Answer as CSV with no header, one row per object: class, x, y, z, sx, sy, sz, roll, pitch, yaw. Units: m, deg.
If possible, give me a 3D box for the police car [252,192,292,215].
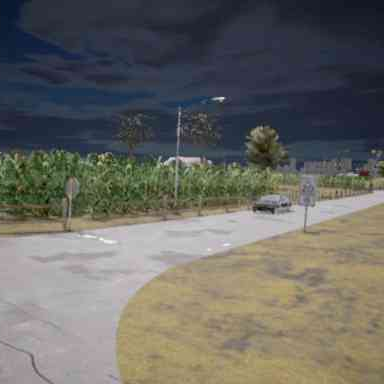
police car,6.663,0.878,27.434,1.930,1.638,5.238,4,3,36
